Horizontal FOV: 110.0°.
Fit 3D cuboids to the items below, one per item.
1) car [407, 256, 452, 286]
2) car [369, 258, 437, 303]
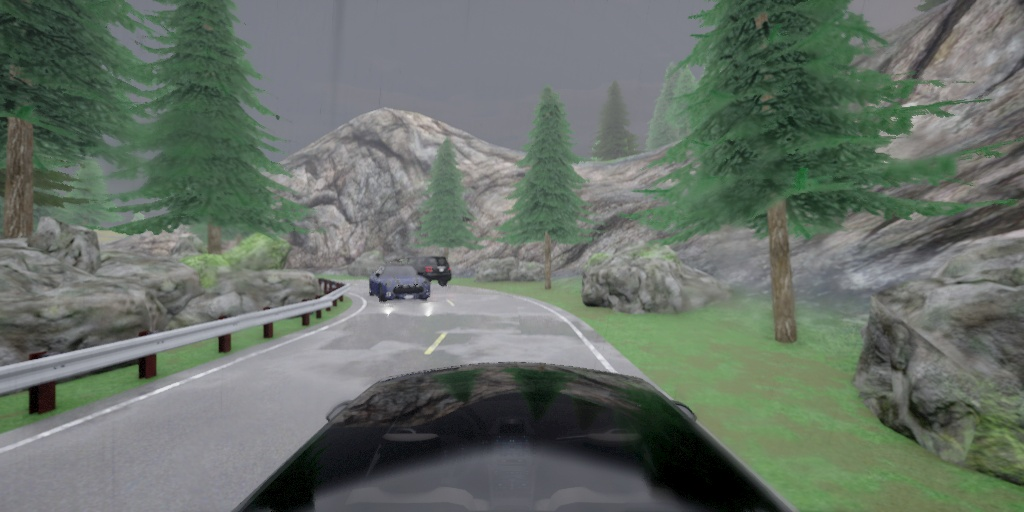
[{"bbox_3d":[-6.483,1.040,24.792,5.566,2.045,2.150,-2,-1,43],"label":"car"},{"bbox_3d":[-5.440,1.153,17.118,2.097,1.767,4.553,0,0,-30],"label":"car"}]
